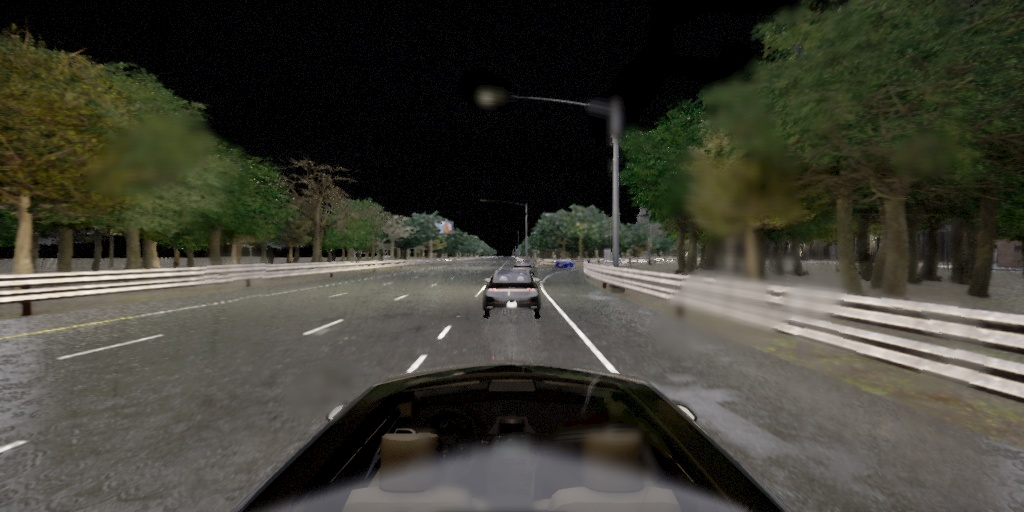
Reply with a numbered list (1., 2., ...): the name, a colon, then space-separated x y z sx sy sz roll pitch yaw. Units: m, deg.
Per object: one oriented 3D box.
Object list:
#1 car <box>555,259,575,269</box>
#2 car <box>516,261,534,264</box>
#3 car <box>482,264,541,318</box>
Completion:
1. car: 7.846 1.144 52.828 1.882 1.535 5.008 0 0 25
2. car: 1.172 1.195 30.892 2.128 1.511 4.902 0 0 9
3. car: 0.001 1.224 12.952 2.128 1.511 4.902 0 0 0
